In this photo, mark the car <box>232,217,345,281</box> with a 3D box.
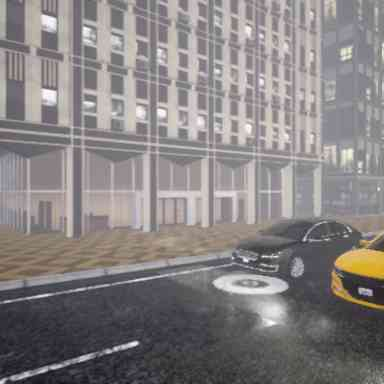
[{"bbox_3d":[3.378,1.553,10.169,4.892,1.490,1.837,0,0,-36],"label":"car"}]

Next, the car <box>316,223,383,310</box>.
[{"bbox_3d":[5.120,1.523,7.415,5.008,1.535,1.882,0,0,-36],"label":"car"}]
